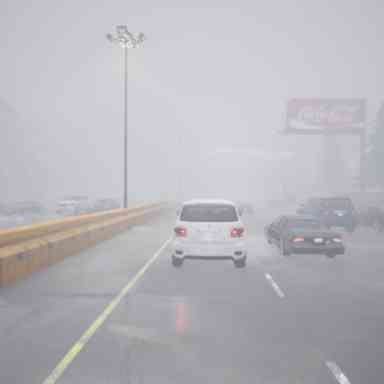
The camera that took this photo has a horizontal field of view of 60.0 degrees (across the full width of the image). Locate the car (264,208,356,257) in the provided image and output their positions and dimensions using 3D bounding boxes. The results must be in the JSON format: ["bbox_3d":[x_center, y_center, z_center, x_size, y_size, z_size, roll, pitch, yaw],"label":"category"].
[{"bbox_3d":[4.138,1.583,13.050,2.033,1.411,5.357,0,0,3],"label":"car"}]

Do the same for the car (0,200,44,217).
[{"bbox_3d":[-16.017,1.519,31.927,1.837,1.490,4.892,0,0,4],"label":"car"}]

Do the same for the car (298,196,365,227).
[{"bbox_3d":[8.037,1.282,20.362,2.150,2.045,5.566,0,0,3],"label":"car"}]

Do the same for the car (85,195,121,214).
[{"bbox_3d":[-8.861,1.388,34.122,2.097,1.767,4.553,0,0,3],"label":"car"}]

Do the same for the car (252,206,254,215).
[{"bbox_3d":[5.305,1.603,34.885,1.812,1.442,4.674,0,0,3],"label":"car"}]

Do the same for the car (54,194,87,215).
[{"bbox_3d":[-12.317,1.254,34.880,2.150,2.045,5.566,0,0,3],"label":"car"}]

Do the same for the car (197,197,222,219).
[{"bbox_3d":[1.556,1.410,30.132,2.097,1.767,4.553,0,0,3],"label":"car"}]

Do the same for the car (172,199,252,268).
[{"bbox_3d":[0.588,1.246,11.601,2.150,2.045,5.566,0,0,3],"label":"car"}]

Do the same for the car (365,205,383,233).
[{"bbox_3d":[11.544,1.546,20.365,1.882,1.535,5.008,0,0,3],"label":"car"}]
